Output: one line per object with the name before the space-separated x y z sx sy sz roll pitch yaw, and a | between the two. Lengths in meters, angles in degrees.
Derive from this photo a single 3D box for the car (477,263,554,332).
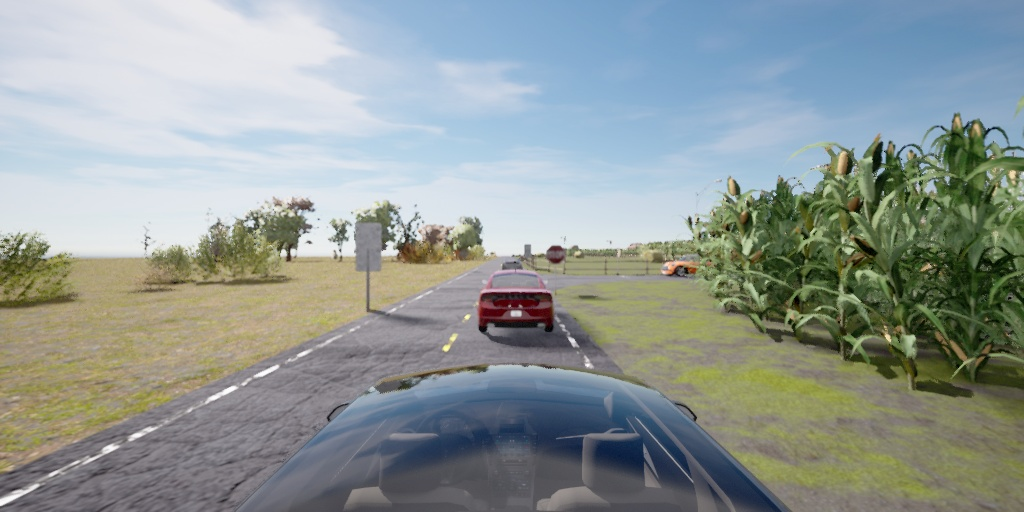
car | 0.093 1.132 10.568 1.882 1.535 5.008 0 0 0

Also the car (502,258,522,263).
car | -0.005 0.894 34.565 2.128 1.511 4.902 0 1 -1

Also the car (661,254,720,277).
car | 14.205 0.689 28.285 4.553 1.767 2.097 -1 0 -1
